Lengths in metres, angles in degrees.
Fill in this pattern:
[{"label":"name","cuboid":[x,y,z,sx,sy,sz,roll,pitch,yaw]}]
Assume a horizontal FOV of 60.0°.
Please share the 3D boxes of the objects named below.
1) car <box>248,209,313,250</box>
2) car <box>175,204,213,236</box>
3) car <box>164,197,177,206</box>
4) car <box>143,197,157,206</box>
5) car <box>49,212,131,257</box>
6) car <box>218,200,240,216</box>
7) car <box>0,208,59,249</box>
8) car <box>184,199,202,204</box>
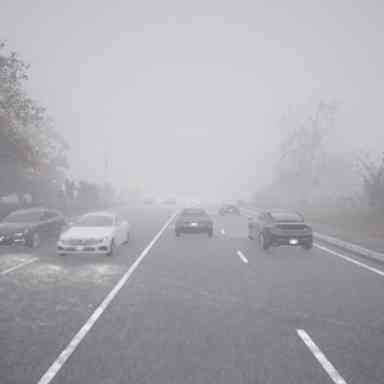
[{"label":"car","cuboid":[3.600,1.504,14.197,1.837,1.490,4.892,0,0,0]},{"label":"car","cuboid":[0.104,1.563,18.439,1.994,1.385,4.181,0,0,0]},{"label":"car","cuboid":[-3.544,1.560,56.362,1.994,1.385,4.181,0,0,1]},{"label":"car","cuboid":[-7.038,1.543,56.283,2.033,1.411,5.357,0,0,1]},{"label":"car","cuboid":[-3.598,1.525,12.985,1.812,1.442,4.674,0,0,0]},{"label":"car","cuboid":[3.603,1.523,32.795,1.812,1.442,4.674,0,0,0]},{"label":"car","cuboid":[-7.097,1.504,14.698,1.837,1.490,4.892,0,0,0]},{"label":"car","cuboid":[0.117,1.523,36.026,1.812,1.442,4.674,0,0,0]}]
